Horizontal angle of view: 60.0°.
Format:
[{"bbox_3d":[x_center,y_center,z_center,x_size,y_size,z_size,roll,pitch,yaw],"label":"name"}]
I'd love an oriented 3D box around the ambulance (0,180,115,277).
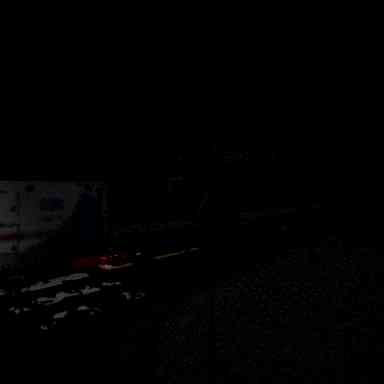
[{"bbox_3d":[-5.018,0.915,7.959,2.351,2.431,6.366,2,2,37],"label":"ambulance"}]
